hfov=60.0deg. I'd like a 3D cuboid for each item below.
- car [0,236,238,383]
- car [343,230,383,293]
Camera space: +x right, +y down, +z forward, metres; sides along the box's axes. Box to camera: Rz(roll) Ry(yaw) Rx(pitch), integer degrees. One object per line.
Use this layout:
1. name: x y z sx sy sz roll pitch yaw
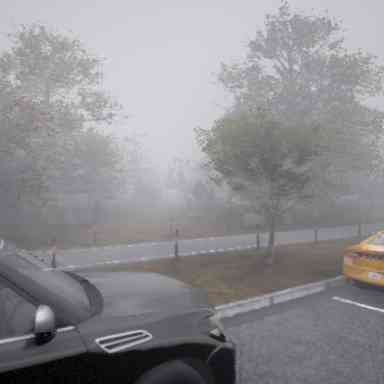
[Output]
1. car: -2.215 1.263 2.477 5.566 2.045 2.435 1 -1 -35
2. car: 5.830 1.588 8.214 5.008 1.535 2.097 0 0 -33
